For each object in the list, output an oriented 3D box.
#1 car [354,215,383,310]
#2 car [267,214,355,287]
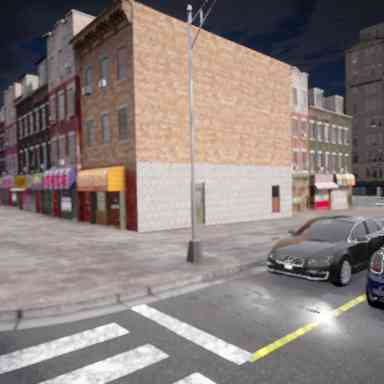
[{"bbox_3d":[5.353,1.304,6.684,4.553,1.767,2.097,-1,1,-42],"label":"car"},{"bbox_3d":[4.050,1.442,9.340,4.892,1.490,1.837,-1,1,-42],"label":"car"}]
